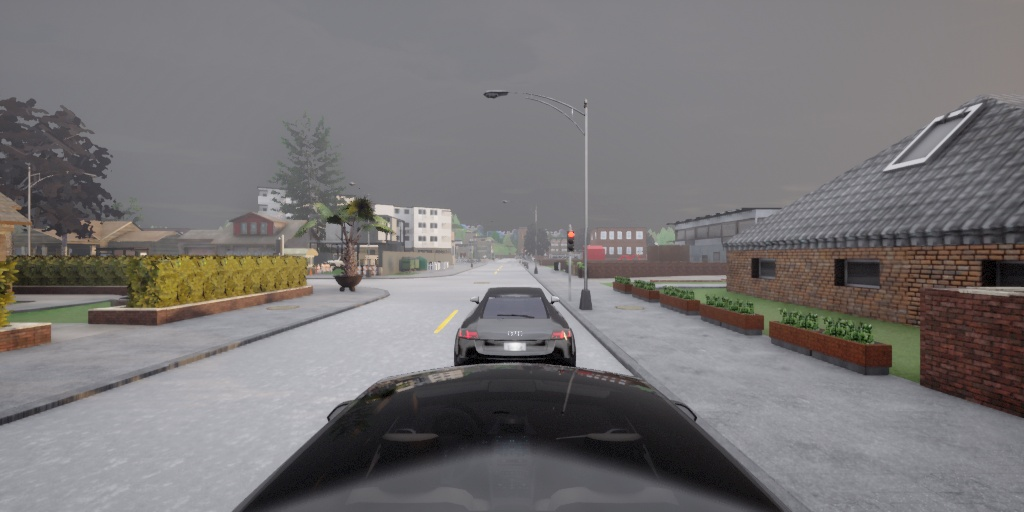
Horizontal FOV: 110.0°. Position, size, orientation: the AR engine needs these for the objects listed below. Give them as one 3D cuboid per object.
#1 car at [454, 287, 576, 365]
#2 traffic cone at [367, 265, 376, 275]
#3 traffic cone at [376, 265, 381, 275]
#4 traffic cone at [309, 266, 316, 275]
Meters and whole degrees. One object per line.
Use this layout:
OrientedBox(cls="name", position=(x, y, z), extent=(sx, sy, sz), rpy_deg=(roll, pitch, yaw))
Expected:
OrientedBox(cls="car", position=(0.059, 1.314, 7.333), extent=(1.994, 1.385, 4.181), rpy_deg=(0, 0, 0))
OrientedBox(cls="traffic cone", position=(-15.749, 1.561, 40.150), extent=(0.344, 0.586, 0.344), rpy_deg=(0, 0, 0))
OrientedBox(cls="traffic cone", position=(-15.388, 1.558, 40.720), extent=(0.344, 0.586, 0.344), rpy_deg=(0, 0, 0))
OrientedBox(cls="traffic cone", position=(-19.796, 1.568, 35.267), extent=(0.344, 0.586, 0.344), rpy_deg=(0, 0, 0))
